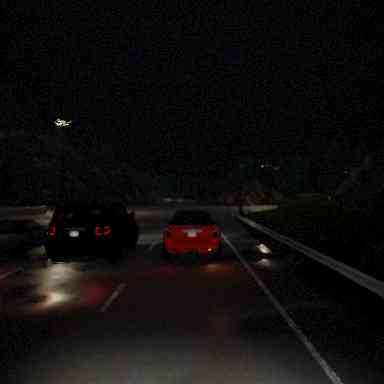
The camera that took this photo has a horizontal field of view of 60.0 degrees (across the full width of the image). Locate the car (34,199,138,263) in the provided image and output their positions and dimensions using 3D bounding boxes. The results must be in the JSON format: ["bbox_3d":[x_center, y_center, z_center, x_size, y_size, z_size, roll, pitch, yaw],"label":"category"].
[{"bbox_3d":[-3.497,1.354,12.591,2.150,2.045,5.566,0,0,0],"label":"car"}]

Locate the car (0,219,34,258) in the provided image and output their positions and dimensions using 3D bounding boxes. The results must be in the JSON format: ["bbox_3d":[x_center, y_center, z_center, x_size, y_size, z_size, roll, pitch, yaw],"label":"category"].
[{"bbox_3d":[-6.993,1.737,13.238,1.895,1.301,4.718,0,-1,0],"label":"car"}]

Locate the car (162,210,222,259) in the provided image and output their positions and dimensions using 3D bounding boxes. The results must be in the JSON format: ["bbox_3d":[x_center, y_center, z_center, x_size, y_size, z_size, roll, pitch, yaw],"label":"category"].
[{"bbox_3d":[0.010,1.489,13.433,2.097,1.767,4.553,0,-1,0],"label":"car"}]
